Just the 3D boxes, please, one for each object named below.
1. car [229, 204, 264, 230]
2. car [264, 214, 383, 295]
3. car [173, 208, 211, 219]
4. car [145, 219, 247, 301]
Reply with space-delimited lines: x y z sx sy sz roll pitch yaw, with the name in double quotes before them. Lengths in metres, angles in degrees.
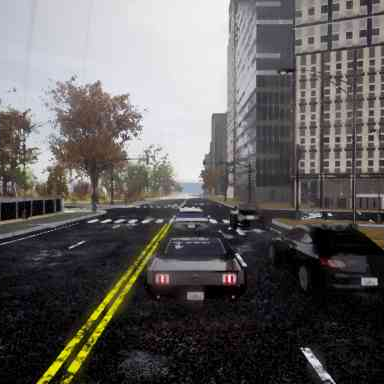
"car" 3.489 1.501 21.365 2.163 1.488 4.792 0 0 3
"car" 3.342 1.523 8.570 1.812 1.442 4.674 0 0 0
"car" -0.014 1.544 17.090 2.033 1.411 5.357 0 0 0
"car" 0.069 1.598 8.252 1.895 1.301 4.718 0 0 0
